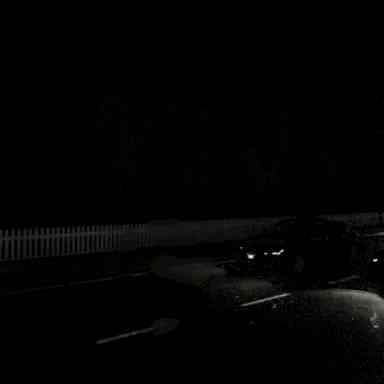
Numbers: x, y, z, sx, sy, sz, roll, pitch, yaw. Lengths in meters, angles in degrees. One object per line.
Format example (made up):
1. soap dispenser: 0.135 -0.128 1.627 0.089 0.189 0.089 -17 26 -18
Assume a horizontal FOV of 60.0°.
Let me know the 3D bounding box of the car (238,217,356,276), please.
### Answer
1. car: 3.651 1.621 10.885 4.892 1.490 1.837 1 -1 -35

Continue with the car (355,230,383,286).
1. car: 6.290 1.689 8.468 4.181 1.385 1.994 1 -1 -35
